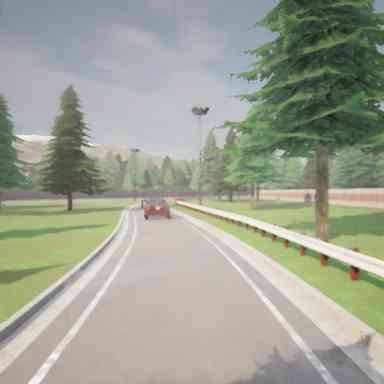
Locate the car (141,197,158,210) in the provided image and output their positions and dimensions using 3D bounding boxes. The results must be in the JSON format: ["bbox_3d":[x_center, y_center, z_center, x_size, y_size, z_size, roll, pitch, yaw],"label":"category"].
[{"bbox_3d":[-5.621,1.448,43.699,2.128,1.511,4.902,0,0,-8],"label":"car"}]

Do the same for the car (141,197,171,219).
[{"bbox_3d":[-3.082,1.322,28.673,2.097,1.767,4.553,0,0,-10],"label":"car"}]
